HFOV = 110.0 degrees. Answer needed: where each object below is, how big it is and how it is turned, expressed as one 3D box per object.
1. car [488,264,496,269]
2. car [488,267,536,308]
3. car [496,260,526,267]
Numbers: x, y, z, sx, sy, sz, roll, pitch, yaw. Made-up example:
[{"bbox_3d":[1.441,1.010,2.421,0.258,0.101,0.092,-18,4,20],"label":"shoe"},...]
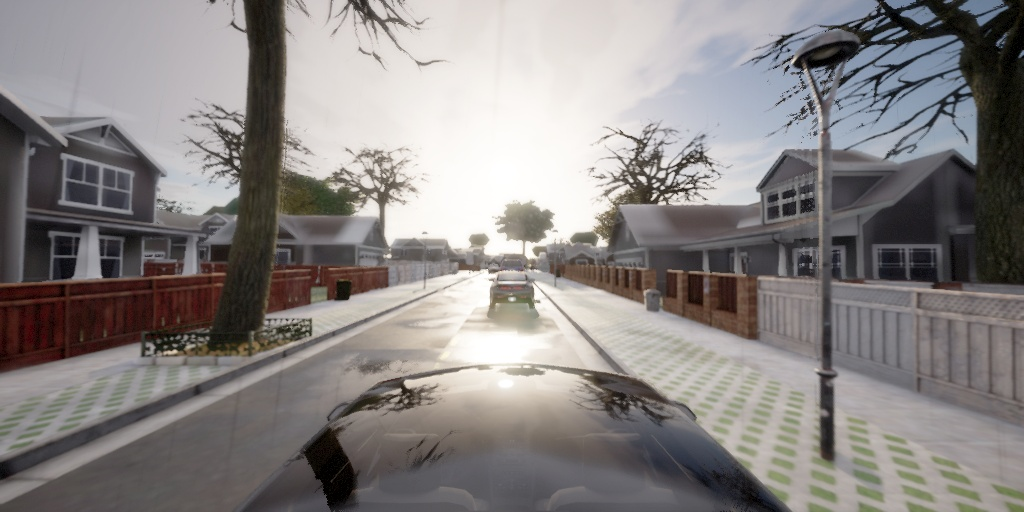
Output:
[{"bbox_3d":[-2.759,2.102,57.326,1.837,1.490,4.892,0,-2,0],"label":"car"},{"bbox_3d":[0.002,1.420,16.163,1.837,1.490,4.892,0,0,0],"label":"car"},{"bbox_3d":[-0.002,1.337,30.891,2.150,2.045,5.566,0,-1,0],"label":"car"}]
